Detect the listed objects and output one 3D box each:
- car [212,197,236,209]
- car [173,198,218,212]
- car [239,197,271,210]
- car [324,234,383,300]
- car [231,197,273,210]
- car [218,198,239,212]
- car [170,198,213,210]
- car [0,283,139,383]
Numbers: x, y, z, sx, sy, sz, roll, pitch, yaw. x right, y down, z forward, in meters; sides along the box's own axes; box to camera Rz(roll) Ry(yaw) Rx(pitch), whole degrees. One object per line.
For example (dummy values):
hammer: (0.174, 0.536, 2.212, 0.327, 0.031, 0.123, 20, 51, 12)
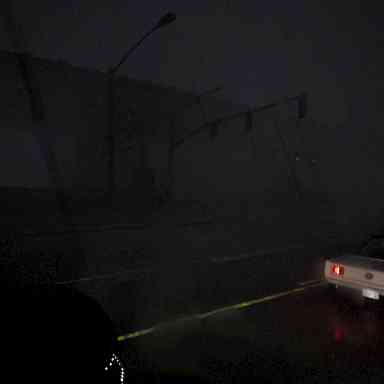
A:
car: (3.796, 1.295, 39.118, 1.853, 1.218, 4.536, 0, 0, 18)
car: (0.037, 1.453, 36.382, 4.974, 1.542, 2.038, 0, 0, 8)
car: (7.637, 1.295, 42.824, 4.536, 1.218, 1.853, 0, 0, -7)
car: (5.125, 1.601, 7.437, 4.718, 1.301, 1.895, 0, 0, -35)
car: (7.688, 1.453, 42.831, 4.974, 1.542, 2.038, 0, 0, -7)
car: (3.780, 1.453, 39.069, 2.038, 1.542, 4.974, 0, 0, 18)
car: (-0.014, 1.295, 36.389, 4.536, 1.218, 1.853, 0, 0, 8)
car: (-3.019, 1.221, 1.596, 5.566, 2.045, 2.150, 0, 0, -35)
